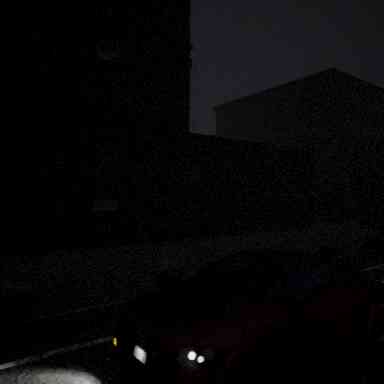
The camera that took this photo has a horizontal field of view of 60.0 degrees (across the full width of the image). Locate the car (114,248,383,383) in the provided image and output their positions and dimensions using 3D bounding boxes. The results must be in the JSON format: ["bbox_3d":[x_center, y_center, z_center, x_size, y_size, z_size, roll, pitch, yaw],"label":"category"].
[{"bbox_3d":[1.061,1.565,4.751,4.181,1.385,1.994,0,0,-36],"label":"car"}]
